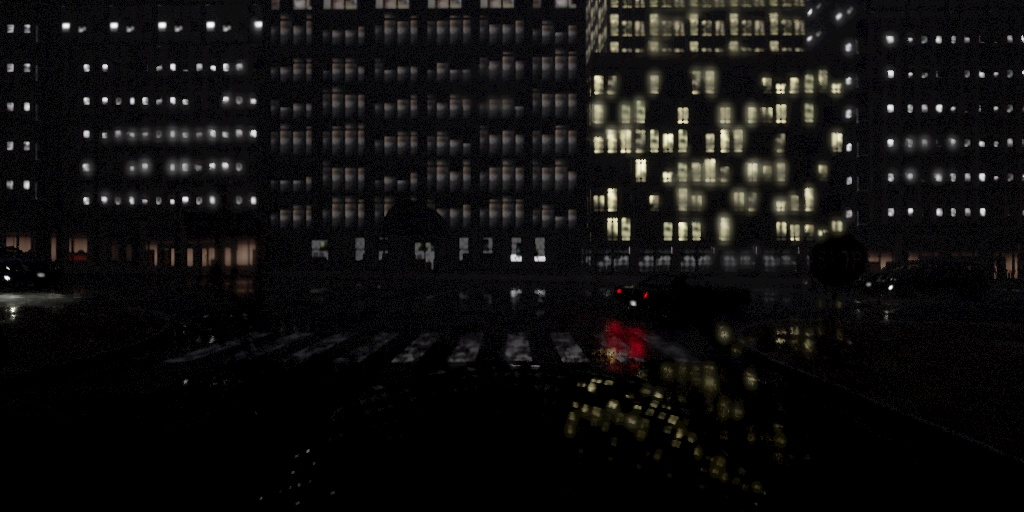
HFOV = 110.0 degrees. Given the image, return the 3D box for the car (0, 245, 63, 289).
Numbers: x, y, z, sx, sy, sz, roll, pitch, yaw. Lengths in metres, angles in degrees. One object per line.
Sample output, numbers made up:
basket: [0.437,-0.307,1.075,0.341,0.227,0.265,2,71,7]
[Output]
car: [-24.442,0.474,16.542,5.566,2.045,2.150,1,0,1]

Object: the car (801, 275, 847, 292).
car: [21.163,1.502,22.788,4.902,1.511,2.128,1,0,1]

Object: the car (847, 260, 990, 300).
car: [22.230,1.241,19.527,5.566,2.045,2.150,1,0,1]

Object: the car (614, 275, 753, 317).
car: [6.099,1.318,12.627,4.718,1.301,1.895,1,0,-21]
